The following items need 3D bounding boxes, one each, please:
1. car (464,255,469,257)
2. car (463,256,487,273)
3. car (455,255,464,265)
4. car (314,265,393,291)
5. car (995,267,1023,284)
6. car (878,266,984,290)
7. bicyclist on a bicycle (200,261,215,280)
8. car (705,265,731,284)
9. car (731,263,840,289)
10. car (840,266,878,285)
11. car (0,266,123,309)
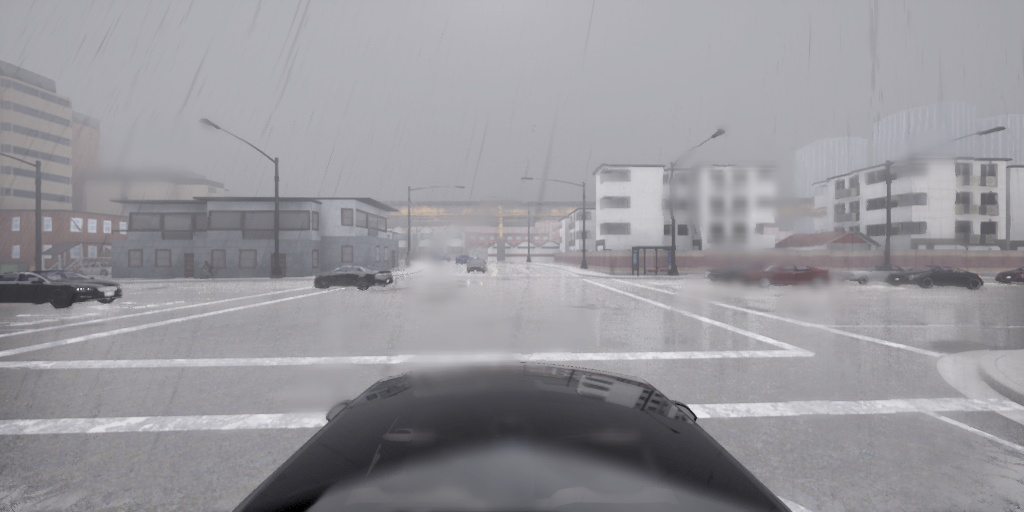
[{"bbox_3d":[-4.880,0.847,47.634,1.994,1.385,4.181,0,1,-13],"label":"car"},{"bbox_3d":[-3.668,1.042,38.479,2.033,1.411,5.357,0,1,0],"label":"car"},{"bbox_3d":[-7.459,0.542,55.893,1.882,1.535,5.008,0,1,-23],"label":"car"},{"bbox_3d":[-9.651,1.270,21.774,4.902,1.511,2.128,0,0,16],"label":"car"},{"bbox_3d":[36.762,1.316,24.910,4.181,1.385,1.994,0,0,5],"label":"car"},{"bbox_3d":[25.845,1.312,22.034,4.181,1.385,1.994,0,0,3],"label":"car"},{"bbox_3d":[-26.411,1.234,31.128,0.582,1.620,1.656,-1,0,-1],"label":"bicyclist on a bicycle"},{"bbox_3d":[16.613,1.233,25.819,4.902,1.511,2.128,0,0,1],"label":"car"},{"bbox_3d":[16.856,1.221,22.317,5.008,1.535,1.882,0,0,1],"label":"car"},{"bbox_3d":[25.878,1.347,25.561,4.718,1.301,1.895,0,0,2],"label":"car"},{"bbox_3d":[-19.171,1.338,14.825,4.902,1.511,2.128,-1,0,-1],"label":"car"}]
